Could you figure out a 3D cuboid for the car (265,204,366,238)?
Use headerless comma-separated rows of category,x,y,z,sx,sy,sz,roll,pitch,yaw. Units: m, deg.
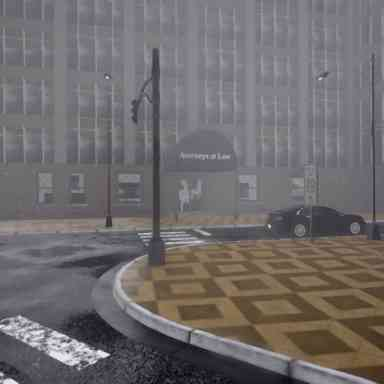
car,5.948,1.321,15.996,4.892,1.490,1.837,0,0,-14
